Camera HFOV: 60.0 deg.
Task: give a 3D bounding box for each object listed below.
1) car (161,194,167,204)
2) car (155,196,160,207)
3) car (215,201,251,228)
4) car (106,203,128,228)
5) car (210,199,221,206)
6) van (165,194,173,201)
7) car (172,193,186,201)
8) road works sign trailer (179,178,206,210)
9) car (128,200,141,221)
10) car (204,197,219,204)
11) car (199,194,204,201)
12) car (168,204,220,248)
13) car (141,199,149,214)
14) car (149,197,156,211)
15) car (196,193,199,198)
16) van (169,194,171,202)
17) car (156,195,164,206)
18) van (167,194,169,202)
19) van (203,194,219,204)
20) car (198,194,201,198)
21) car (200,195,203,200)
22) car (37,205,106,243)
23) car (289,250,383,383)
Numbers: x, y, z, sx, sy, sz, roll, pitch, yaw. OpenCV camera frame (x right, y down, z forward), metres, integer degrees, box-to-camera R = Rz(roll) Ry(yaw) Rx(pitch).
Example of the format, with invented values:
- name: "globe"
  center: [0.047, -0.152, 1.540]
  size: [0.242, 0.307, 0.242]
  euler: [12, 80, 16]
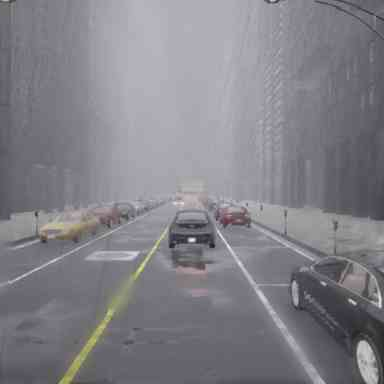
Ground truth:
- name: "car"
  center: [-5.766, 1.447, 55.671]
  size: [1.967, 1.590, 4.097]
  euler: [0, 0, 0]
- name: "car"
  center: [-5.765, 1.582, 44.398]
  size: [1.802, 1.307, 4.206]
  euler: [0, 0, 0]
- name: "car"
  center: [2.761, 1.541, 21.869]
  size: [1.887, 1.381, 4.507]
  euler: [0, 0, 0]
- name: "car"
  center: [-5.764, 1.540, 21.851]
  size: [1.887, 1.381, 4.507]
  euler: [0, 0, 0]
- name: "car"
  center: [2.761, 1.540, 27.506]
  size: [1.887, 1.381, 4.507]
  euler: [0, 0, 0]
- name: "van"
  center: [-5.767, 1.377, 83.853]
  size: [1.690, 1.788, 3.998]
  euler: [0, 0, 0]
- name: "car"
  center: [-3.001, 1.516, 75.878]
  size: [1.895, 1.301, 4.718]
  euler: [0, 0, 0]
- name: "road works sign trailer"
  center: [-0.001, 0.460, 30.964]
  size: [2.380, 3.560, 2.880]
  euler: [0, 0, 0]
- name: "car"
  center: [-5.764, 1.561, 27.488]
  size: [1.947, 1.339, 4.313]
  euler: [0, 0, 0]
- name: "car"
  center: [2.760, 1.548, 38.778]
  size: [2.008, 1.369, 4.403]
  euler: [0, 0, 0]
- name: "car"
  center: [2.759, 1.562, 61.323]
  size: [2.008, 1.369, 4.403]
  euler: [0, 0, 0]
- name: "car"
  center: [0.000, 1.514, 14.650]
  size: [1.837, 1.490, 4.892]
  euler: [0, 0, 0]
- name: "car"
  center: [-5.764, 1.521, 32.954]
  size: [1.752, 1.417, 4.829]
  euler: [0, 0, 0]
- name: "car"
  center: [-5.765, 1.563, 38.760]
  size: [1.947, 1.339, 4.313]
  euler: [0, 0, 0]
- name: "car"
  center: [2.758, 1.351, 83.868]
  size: [2.192, 1.841, 5.009]
  euler: [0, 0, 0]
- name: "van"
  center: [-5.766, 1.358, 66.944]
  size: [1.690, 1.788, 3.998]
  euler: [0, 0, 0]
- name: "car"
  center: [-5.765, 1.569, 50.034]
  size: [1.947, 1.339, 4.313]
  euler: [0, 0, 0]
- name: "van"
  center: [-5.766, 1.352, 61.308]
  size: [1.690, 1.788, 3.998]
  euler: [0, 0, 0]
- name: "van"
  center: [2.760, 1.341, 44.414]
  size: [1.690, 1.788, 3.998]
  euler: [0, 0, 0]
- name: "car"
  center: [2.759, 1.567, 72.595]
  size: [1.887, 1.381, 4.507]
  euler: [0, 0, 0]
- name: "car"
  center: [2.760, 1.589, 55.687]
  size: [1.802, 1.307, 4.206]
  euler: [0, 0, 0]
- name: "car"
  center: [-5.764, 1.522, 16.045]
  size: [1.752, 1.417, 4.829]
  euler: [0, 0, 0]
- name: "car"
  center: [2.761, 1.550, 4.962]
  size: [2.008, 1.369, 4.403]
  euler: [0, 0, 0]
